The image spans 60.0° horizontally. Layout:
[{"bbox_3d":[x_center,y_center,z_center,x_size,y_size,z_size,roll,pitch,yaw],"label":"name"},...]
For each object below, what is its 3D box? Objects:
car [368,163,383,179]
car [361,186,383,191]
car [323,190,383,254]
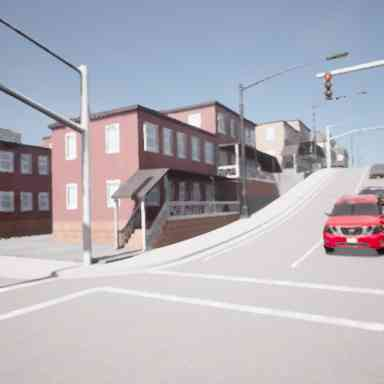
[{"bbox_3d":[21.029,-2.432,37.393,2.033,1.411,5.357,-3,9,32],"label":"car"},{"bbox_3d":[13.670,0.319,25.121,1.895,1.301,4.718,-3,7,31],"label":"car"},{"bbox_3d":[7.236,1.266,14.501,2.150,2.045,5.566,-3,1,31],"label":"car"}]
